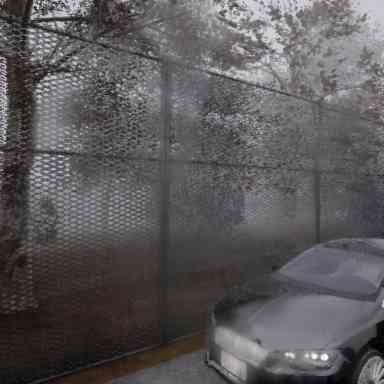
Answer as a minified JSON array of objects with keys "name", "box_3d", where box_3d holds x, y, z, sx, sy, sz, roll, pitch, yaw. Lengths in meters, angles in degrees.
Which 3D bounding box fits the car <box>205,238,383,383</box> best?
[{"name":"car","box_3d":[2.420,1.485,4.772,4.902,1.511,2.128,0,0,-35]}]
